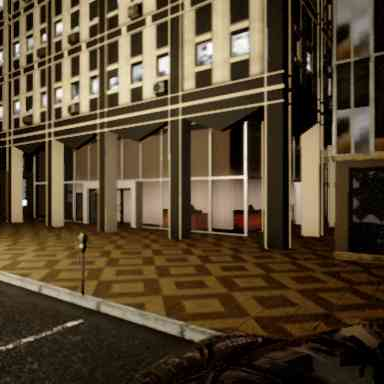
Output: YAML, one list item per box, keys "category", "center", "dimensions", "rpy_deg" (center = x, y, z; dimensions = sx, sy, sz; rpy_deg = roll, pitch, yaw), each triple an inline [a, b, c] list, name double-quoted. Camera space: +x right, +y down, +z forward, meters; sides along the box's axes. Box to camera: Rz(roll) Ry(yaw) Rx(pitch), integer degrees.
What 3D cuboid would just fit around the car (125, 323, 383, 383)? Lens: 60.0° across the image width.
- category: "car"
  center: [1.334, 1.566, 1.922]
  dimensions: [4.313, 1.339, 1.947]
  rpy_deg: [0, 0, 35]
